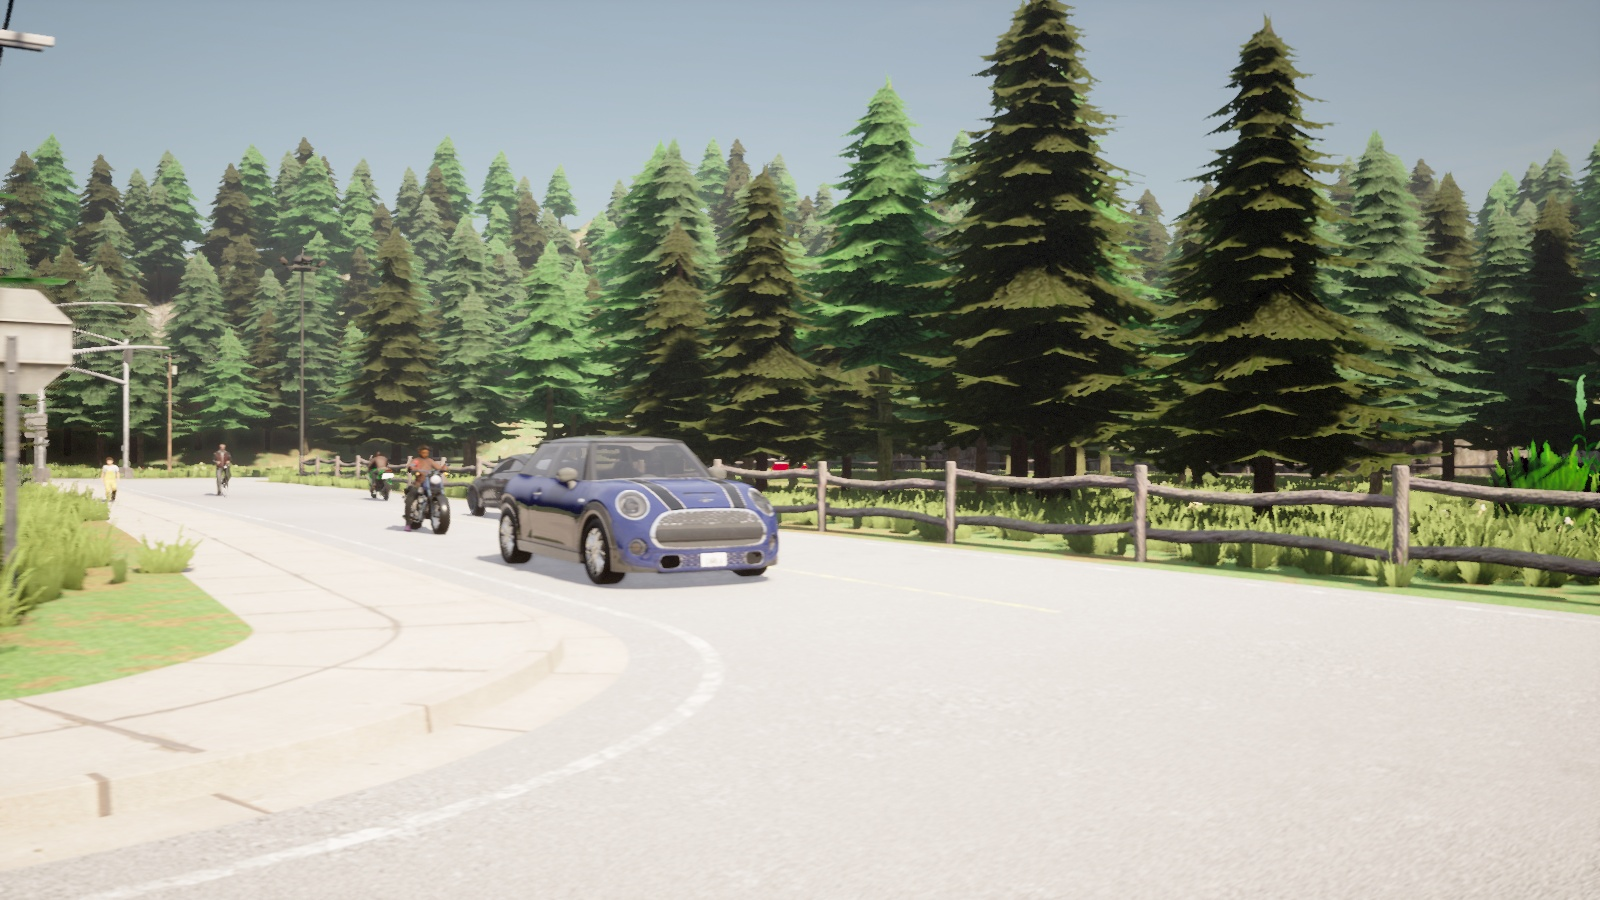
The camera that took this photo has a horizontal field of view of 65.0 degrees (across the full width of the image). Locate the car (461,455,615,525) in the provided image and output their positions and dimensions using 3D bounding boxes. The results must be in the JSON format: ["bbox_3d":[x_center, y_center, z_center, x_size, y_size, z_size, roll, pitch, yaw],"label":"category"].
[{"bbox_3d":[-5.954,0.830,28.085,1.812,1.442,4.674,0,0,-33],"label":"car"}]

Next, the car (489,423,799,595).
[{"bbox_3d":[-2.093,0.616,15.443,2.097,1.767,4.553,0,0,-31],"label":"car"}]

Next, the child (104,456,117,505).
[{"bbox_3d":[-18.100,0.799,32.969,0.270,1.263,0.437,0,0,-27],"label":"child"}]

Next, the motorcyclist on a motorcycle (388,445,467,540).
[{"bbox_3d":[-6.856,0.742,23.032,0.766,1.649,2.350,0,0,-33],"label":"motorcyclist on a motorcycle"}]

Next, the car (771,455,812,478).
[{"bbox_3d":[-0.528,1.012,77.840,2.207,1.376,1.481,-1,0,13],"label":"car"}]

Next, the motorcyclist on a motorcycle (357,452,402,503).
[{"bbox_3d":[-12.955,0.840,38.652,0.797,1.523,2.044,0,0,-33],"label":"motorcyclist on a motorcycle"}]
